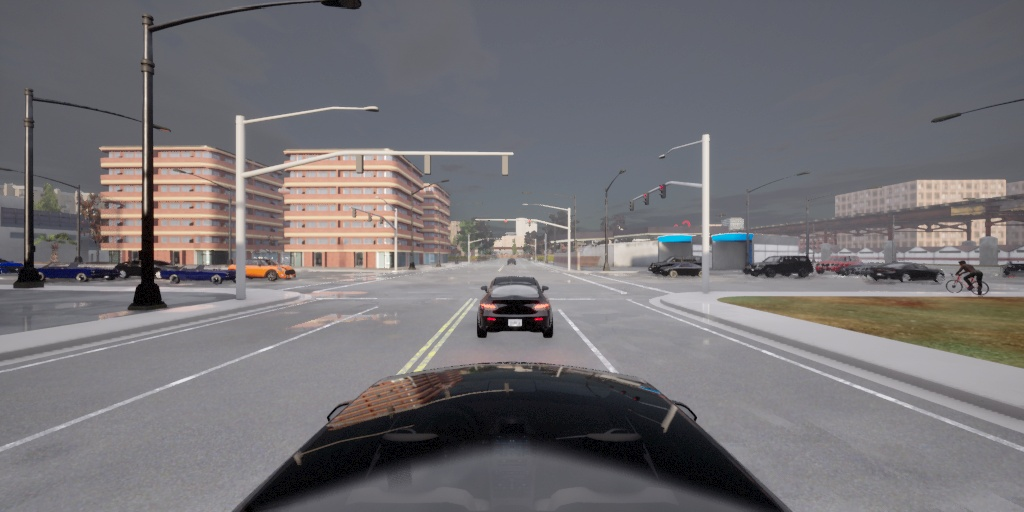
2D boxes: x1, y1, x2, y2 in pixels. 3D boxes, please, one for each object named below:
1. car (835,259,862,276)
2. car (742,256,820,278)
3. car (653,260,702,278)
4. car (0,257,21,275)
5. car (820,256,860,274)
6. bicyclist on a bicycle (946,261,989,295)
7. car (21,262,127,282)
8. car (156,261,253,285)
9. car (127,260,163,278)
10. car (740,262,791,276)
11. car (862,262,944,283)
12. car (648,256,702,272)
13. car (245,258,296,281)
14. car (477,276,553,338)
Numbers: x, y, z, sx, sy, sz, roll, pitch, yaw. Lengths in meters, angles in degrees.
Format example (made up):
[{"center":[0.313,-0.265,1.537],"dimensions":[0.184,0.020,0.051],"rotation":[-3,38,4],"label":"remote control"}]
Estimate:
[{"center":[35.253,1.314,36.009],"dimensions":[4.181,1.385,1.994],"rotation":[0,0,-18],"label":"car"},{"center":[25.459,0.971,34.071],"dimensions":[5.566,2.045,2.150],"rotation":[0,0,-5],"label":"car"},{"center":[16.106,1.314,33.943],"dimensions":[4.181,1.385,1.994],"rotation":[0,0,0],"label":"car"},{"center":[-41.604,0.762,28.432],"dimensions":[5.008,1.535,1.882],"rotation":[1,0,1],"label":"car"},{"center":[36.633,0.971,40.103],"dimensions":[5.566,2.045,2.150],"rotation":[0,0,-22],"label":"car"},{"center":[21.913,1.050,17.291],"dimensions":[0.582,1.620,1.656],"rotation":[0,0,0],"label":"bicyclist on a bicycle"},{"center":[-30.072,1.088,24.705],"dimensions":[4.718,1.301,1.895],"rotation":[1,0,1],"label":"car"},{"center":[-20.958,1.220,24.538],"dimensions":[4.718,1.301,1.895],"rotation":[1,0,2],"label":"car"},{"center":[-28.234,1.021,28.172],"dimensions":[4.892,1.490,1.837],"rotation":[1,0,1],"label":"car"},{"center":[26.594,1.314,37.730],"dimensions":[4.181,1.385,1.994],"rotation":[0,0,-8],"label":"car"},{"center":[30.124,1.227,27.389],"dimensions":[5.008,1.535,1.882],"rotation":[0,0,-8],"label":"car"},{"center":[17.195,0.971,37.376],"dimensions":[5.566,2.045,2.150],"rotation":[0,0,1],"label":"car"},{"center":[-19.458,0.986,28.007],"dimensions":[4.553,1.767,2.097],"rotation":[1,0,1],"label":"car"},{"center":[0.075,1.276,10.056],"dimensions":[1.812,1.442,4.674],"rotation":[0,0,0],"label":"car"}]
